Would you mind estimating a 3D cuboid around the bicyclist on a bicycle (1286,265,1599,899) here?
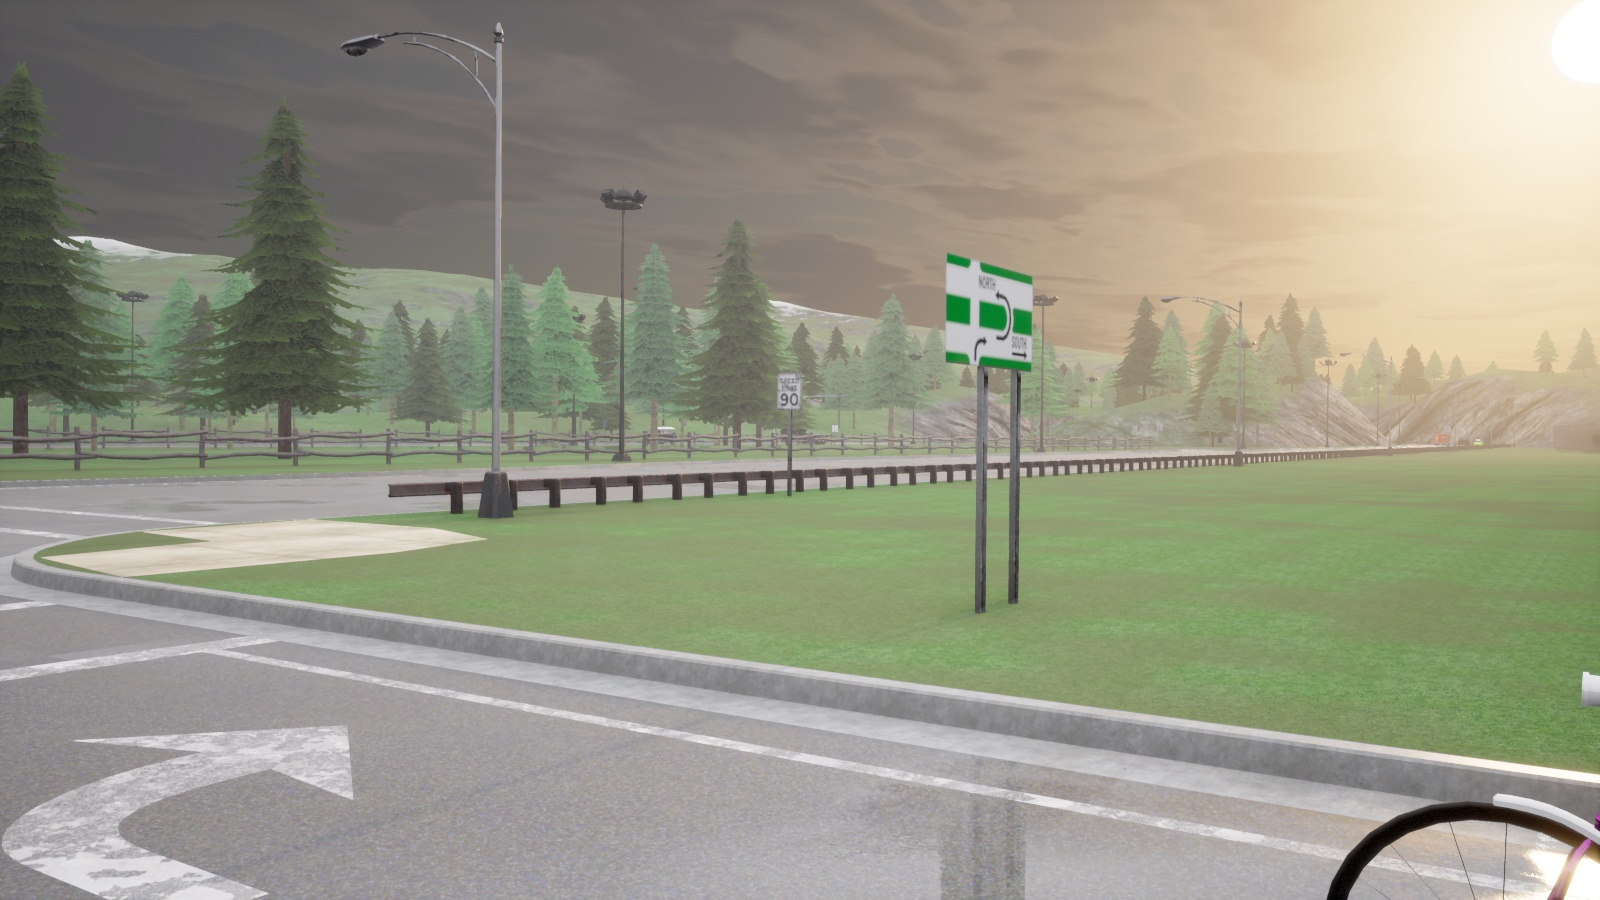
[{"bbox_3d":[1.943,0.552,2.330,1.843,1.776,0.659,0,1,34],"label":"bicyclist on a bicycle"}]
